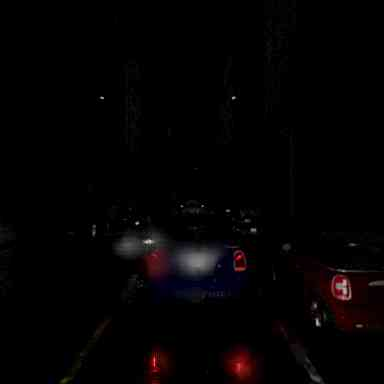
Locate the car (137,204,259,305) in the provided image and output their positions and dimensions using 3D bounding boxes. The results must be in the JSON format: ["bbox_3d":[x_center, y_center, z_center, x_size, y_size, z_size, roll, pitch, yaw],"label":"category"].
[{"bbox_3d":[0.108,1.347,8.247,2.097,1.767,4.553,0,0,0],"label":"car"}]

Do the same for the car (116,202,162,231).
[{"bbox_3d":[-3.054,1.554,20.549,1.994,1.385,4.181,0,0,0],"label":"car"}]

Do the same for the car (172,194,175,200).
[{"bbox_3d":[-5.533,1.573,76.610,2.008,1.369,4.403,0,0,0],"label":"car"}]

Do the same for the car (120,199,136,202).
[{"bbox_3d":[-5.640,1.427,28.691,1.967,1.590,4.097,0,0,0],"label":"car"}]

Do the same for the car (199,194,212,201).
[{"bbox_3d":[2.960,1.447,65.771,1.967,1.590,4.097,0,0,0],"label":"car"}]

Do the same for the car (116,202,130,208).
[{"bbox_3d":[-5.646,1.571,23.189,1.802,1.307,4.206,0,0,0],"label":"car"}]

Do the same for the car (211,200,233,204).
[{"bbox_3d":[2.885,1.553,28.681,1.947,1.339,4.313,0,0,0],"label":"car"}]

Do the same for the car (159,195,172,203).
[{"bbox_3d":[-5.565,1.589,65.794,1.802,1.307,4.206,0,0,0],"label":"car"}]

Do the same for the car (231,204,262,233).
[{"bbox_3d":[2.873,1.542,17.679,2.008,1.369,4.403,0,0,0],"label":"car"}]

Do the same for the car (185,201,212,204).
[{"bbox_3d":[0.114,1.469,17.528,1.882,1.535,5.008,0,0,0],"label":"car"}]

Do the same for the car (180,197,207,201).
[{"bbox_3d":[0.030,1.444,27.549,1.801,1.575,5.366,0,0,0],"label":"car"}]

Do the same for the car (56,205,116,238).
[{"bbox_3d":[-5.652,1.557,17.688,1.947,1.339,4.313,0,0,0],"label":"car"}]

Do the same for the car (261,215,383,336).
[{"bbox_3d":[2.861,1.436,6.676,1.967,1.590,4.097,0,0,0],"label":"car"}]

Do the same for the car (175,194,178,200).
[{"bbox_3d":[-5.487,1.585,92.666,1.752,1.417,4.829,0,0,0],"label":"car"}]
